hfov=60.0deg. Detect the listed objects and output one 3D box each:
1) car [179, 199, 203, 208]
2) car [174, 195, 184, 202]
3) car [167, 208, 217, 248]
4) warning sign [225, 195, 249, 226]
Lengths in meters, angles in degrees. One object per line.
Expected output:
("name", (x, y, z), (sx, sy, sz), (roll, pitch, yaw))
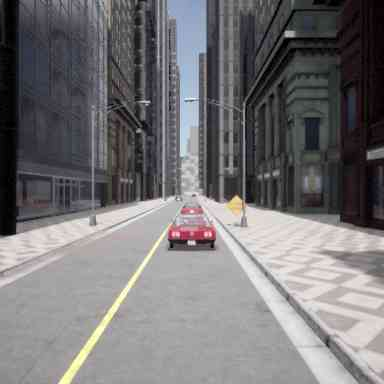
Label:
("car", (0.000, 1.571, 29.650), (1.994, 1.385, 4.181), (0, 0, 0))
("car", (-2.999, 1.533, 76.508), (2.128, 1.511, 4.902), (0, 0, 0))
("car", (-0.001, 1.616, 14.680), (1.895, 1.301, 4.718), (0, 0, 0))
("warning sign", (2.718, 1.113, 20.250), (1.300, 1.860, 1.060), (0, 0, 0))
